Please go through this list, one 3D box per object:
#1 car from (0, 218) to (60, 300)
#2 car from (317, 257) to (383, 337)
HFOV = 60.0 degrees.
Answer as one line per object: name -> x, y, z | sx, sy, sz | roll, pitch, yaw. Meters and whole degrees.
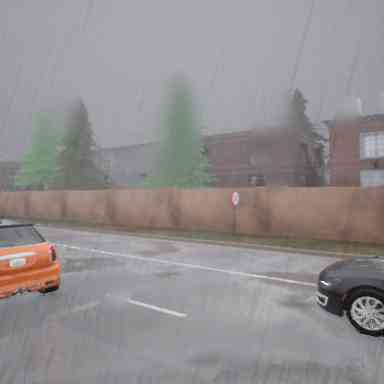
car -> -5.129, 1.414, 7.768 | 4.553, 1.767, 2.097 | -1, 0, 36
car -> 4.506, 1.518, 5.090 | 4.892, 1.490, 1.837 | 0, 0, 35
